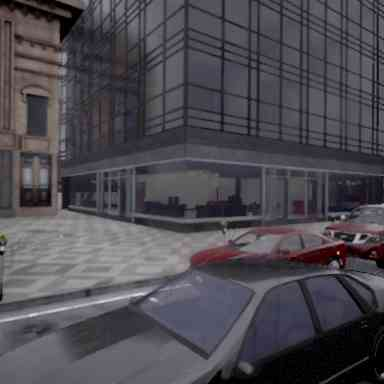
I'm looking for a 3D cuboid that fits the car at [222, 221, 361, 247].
[{"bbox_3d":[1.979,1.564,8.172,4.507,1.381,1.887,0,0,-36],"label":"car"}]

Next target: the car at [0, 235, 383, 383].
[{"bbox_3d":[0.679,1.556,3.853,5.357,1.411,2.033,0,0,-36],"label":"car"}]

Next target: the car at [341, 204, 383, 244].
[{"bbox_3d":[6.559,1.350,11.440,5.009,1.841,2.192,0,0,-36],"label":"car"}]
